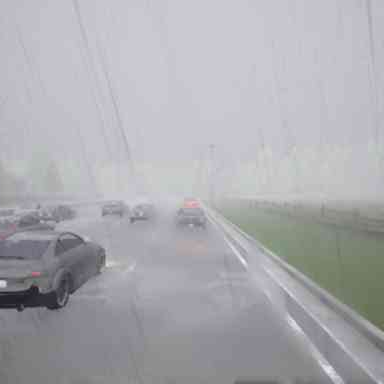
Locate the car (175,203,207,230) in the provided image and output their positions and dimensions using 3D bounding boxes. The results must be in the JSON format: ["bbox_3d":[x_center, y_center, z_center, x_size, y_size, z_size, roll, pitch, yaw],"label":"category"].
[{"bbox_3d":[-0.064,1.642,21.305,1.895,1.301,4.718,0,0,0],"label":"car"}]

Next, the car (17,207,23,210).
[{"bbox_3d":[-14.136,1.728,30.282,1.895,1.301,4.718,0,0,0],"label":"car"}]

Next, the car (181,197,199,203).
[{"bbox_3d":[-0.225,1.430,40.796,2.097,1.767,4.553,0,0,0],"label":"car"}]

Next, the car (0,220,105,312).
[{"bbox_3d":[-3.451,1.596,7.873,1.994,1.385,4.181,0,0,0],"label":"car"}]

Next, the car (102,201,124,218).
[{"bbox_3d":[-7.145,1.586,31.421,2.128,1.511,4.902,0,0,0],"label":"car"}]

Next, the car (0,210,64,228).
[{"bbox_3d":[-6.996,1.624,13.240,1.994,1.385,4.181,0,0,0],"label":"car"}]

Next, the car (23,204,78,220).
[{"bbox_3d":[-10.599,1.649,25.805,2.033,1.411,5.357,0,0,0],"label":"car"}]

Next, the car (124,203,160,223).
[{"bbox_3d":[-3.599,1.614,25.852,2.033,1.411,5.357,0,0,0],"label":"car"}]
